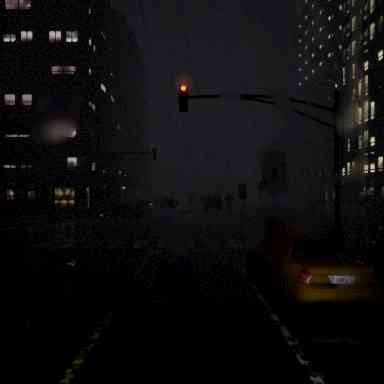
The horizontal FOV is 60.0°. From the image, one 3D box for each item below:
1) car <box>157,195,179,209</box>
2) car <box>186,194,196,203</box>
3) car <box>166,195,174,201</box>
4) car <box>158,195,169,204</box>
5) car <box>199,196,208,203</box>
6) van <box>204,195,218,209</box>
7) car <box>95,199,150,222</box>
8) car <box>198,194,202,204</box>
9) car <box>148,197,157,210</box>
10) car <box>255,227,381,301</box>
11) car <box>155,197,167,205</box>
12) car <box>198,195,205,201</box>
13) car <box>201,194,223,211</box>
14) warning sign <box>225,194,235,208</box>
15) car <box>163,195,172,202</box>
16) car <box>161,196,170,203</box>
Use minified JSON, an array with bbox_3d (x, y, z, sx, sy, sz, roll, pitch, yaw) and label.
[{"bbox_3d":[-3.181,1.500,45.152,1.882,1.535,5.008,0,0,0],"label":"car"},{"bbox_3d":[-0.128,1.607,69.248,2.033,1.411,5.357,0,0,0],"label":"car"},{"bbox_3d":[-5.859,1.625,90.031,1.752,1.417,4.829,0,0,0],"label":"car"},{"bbox_3d":[-5.820,1.497,68.095,1.967,1.590,4.097,0,0,0],"label":"car"},{"bbox_3d":[2.551,1.612,73.637,1.887,1.381,4.507,0,0,0],"label":"car"},{"bbox_3d":[2.601,1.364,46.003,1.690,1.788,3.998,0,0,0],"label":"van"},{"bbox_3d":[-5.881,1.618,27.583,1.994,1.385,4.181,0,1,37],"label":"car"},{"bbox_3d":[2.570,1.362,62.583,2.192,1.841,5.009,0,0,0],"label":"car"},{"bbox_3d":[-5.767,1.568,40.461,2.008,1.369,4.403,0,0,0],"label":"car"},{"bbox_3d":[2.672,1.526,8.234,1.752,1.417,4.829,0,0,0],"label":"car"},{"bbox_3d":[-5.809,1.592,62.567,1.887,1.381,4.507,0,0,0],"label":"car"},{"bbox_3d":[2.520,1.626,90.386,1.752,1.417,4.829,0,0,0],"label":"car"},{"bbox_3d":[2.611,1.332,40.477,2.192,1.841,5.009,0,0,0],"label":"car"},{"bbox_3d":[4.992,1.136,43.738,1.300,1.860,1.060,0,0,0],"label":"warning sign"},{"bbox_3d":[-5.840,1.517,79.148,1.967,1.590,4.097,0,0,0],"label":"car"},{"bbox_3d":[-5.829,1.649,73.621,1.802,1.307,4.206,0,0,0],"label":"car"}]
